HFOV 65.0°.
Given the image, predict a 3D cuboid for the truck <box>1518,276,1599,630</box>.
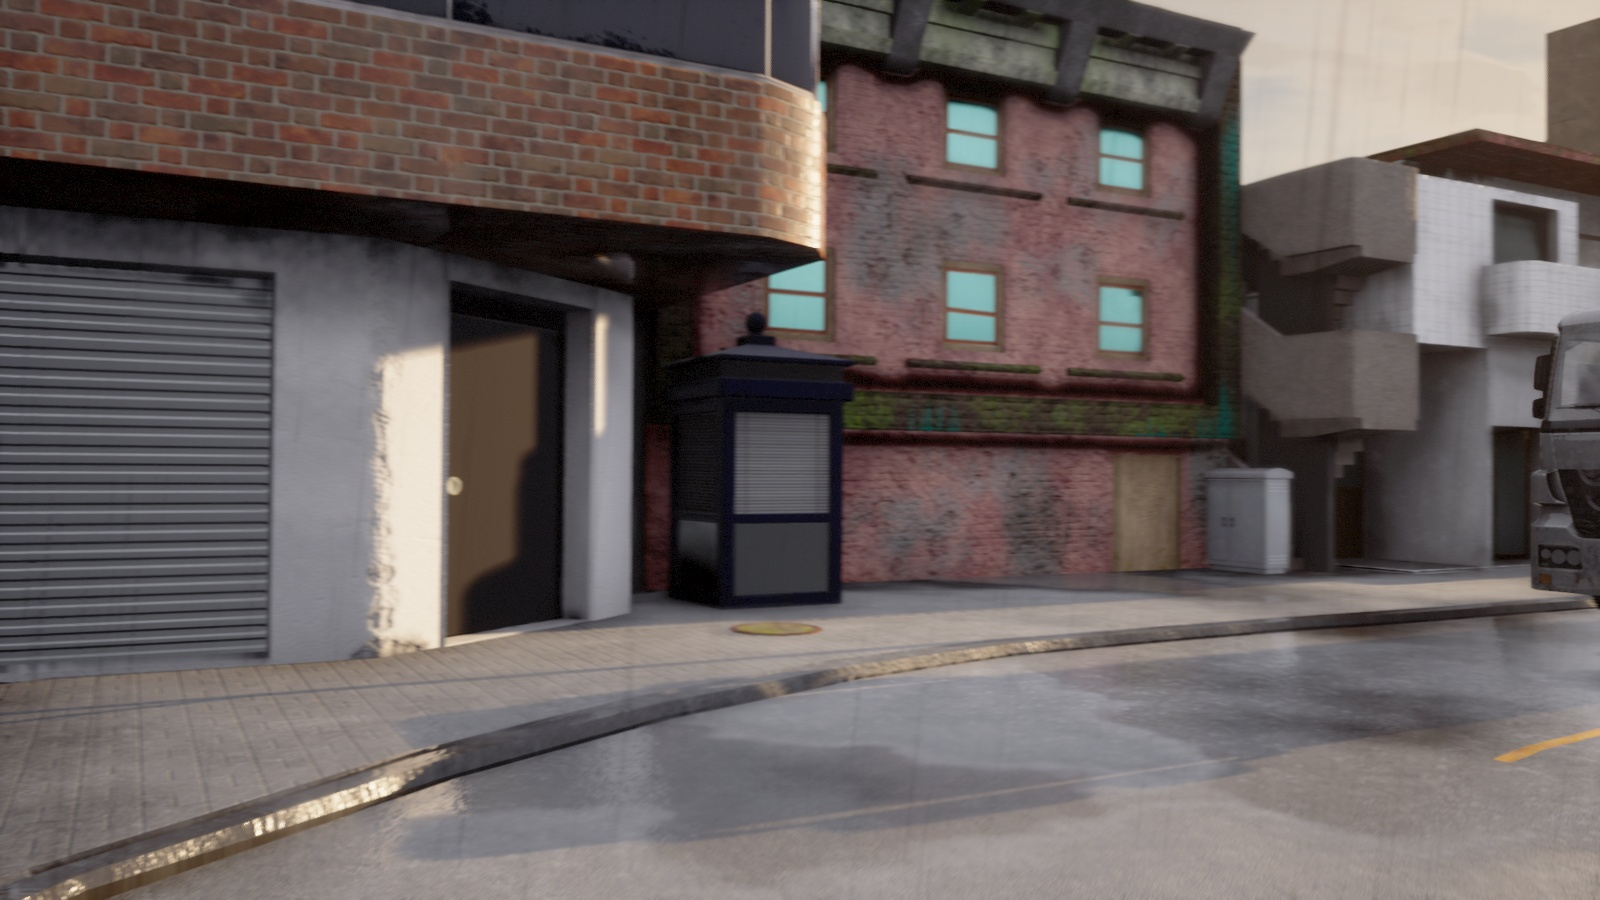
[{"bbox_3d":[11.634,0.049,13.561,7.936,3.462,2.891,0,-1,-28],"label":"truck"}]
